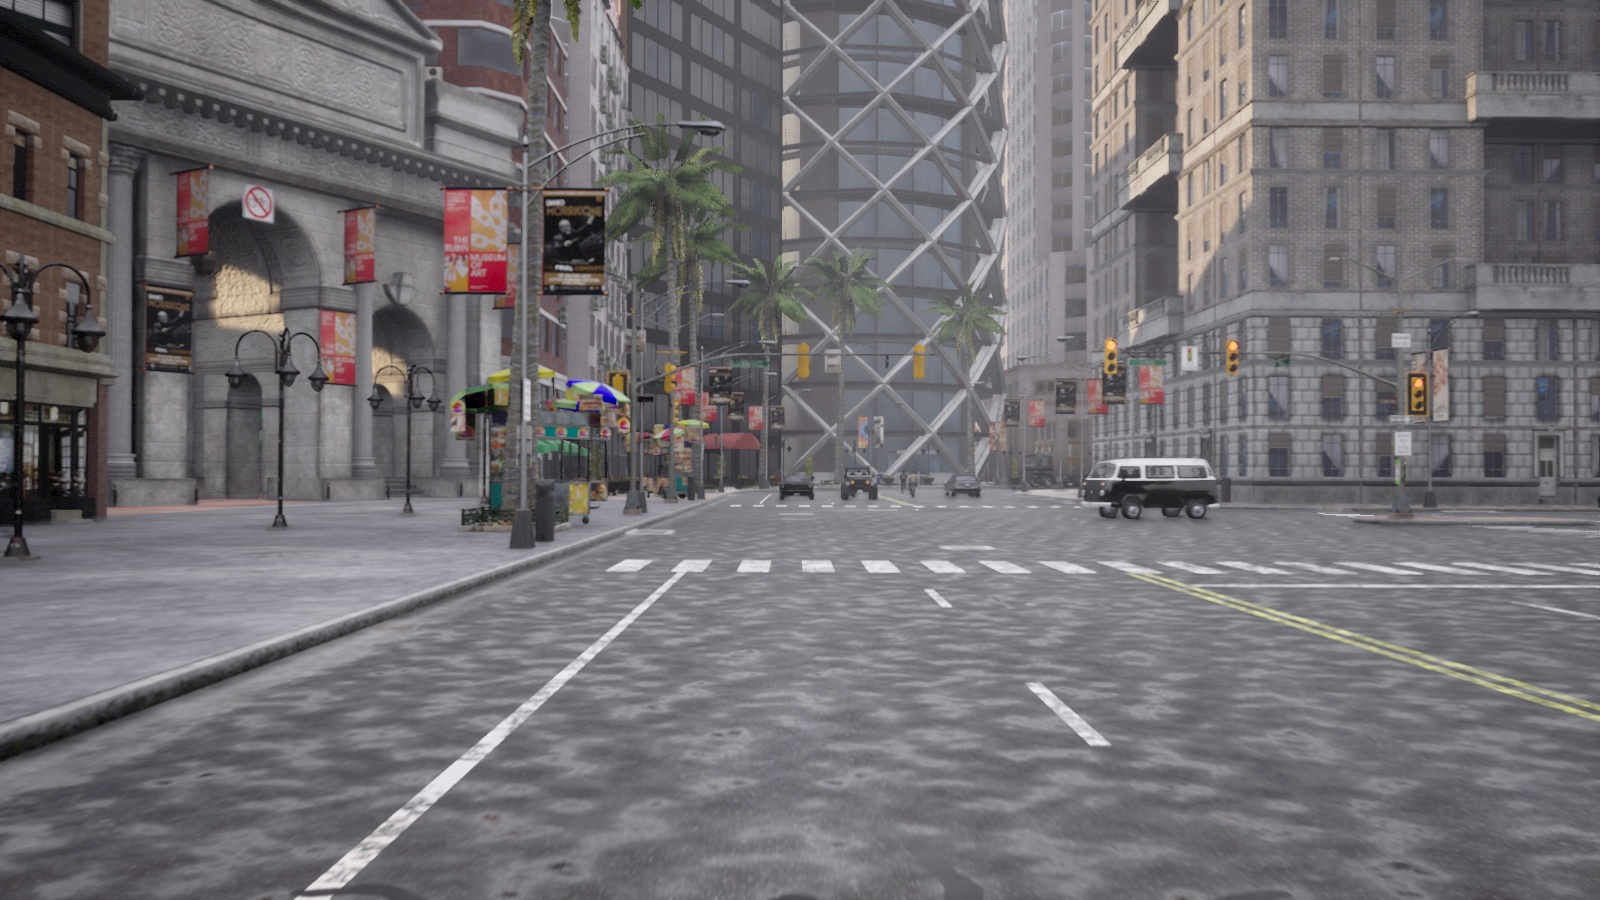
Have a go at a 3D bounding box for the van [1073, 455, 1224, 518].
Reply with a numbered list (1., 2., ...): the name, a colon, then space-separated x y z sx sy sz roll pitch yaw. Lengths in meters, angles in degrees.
1. van: 11.710 1.199 42.303 4.480 2.038 2.069 0 -1 -17

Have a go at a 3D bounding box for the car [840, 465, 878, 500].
1. car: 3.262 1.762 69.598 1.905 1.878 3.866 0 -1 0

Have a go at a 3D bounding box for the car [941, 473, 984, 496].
1. car: 10.306 2.158 79.882 2.033 1.411 5.357 0 -1 0

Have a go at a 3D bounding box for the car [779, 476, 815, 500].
1. car: -0.170 2.076 69.307 1.895 1.301 4.718 0 -1 0
